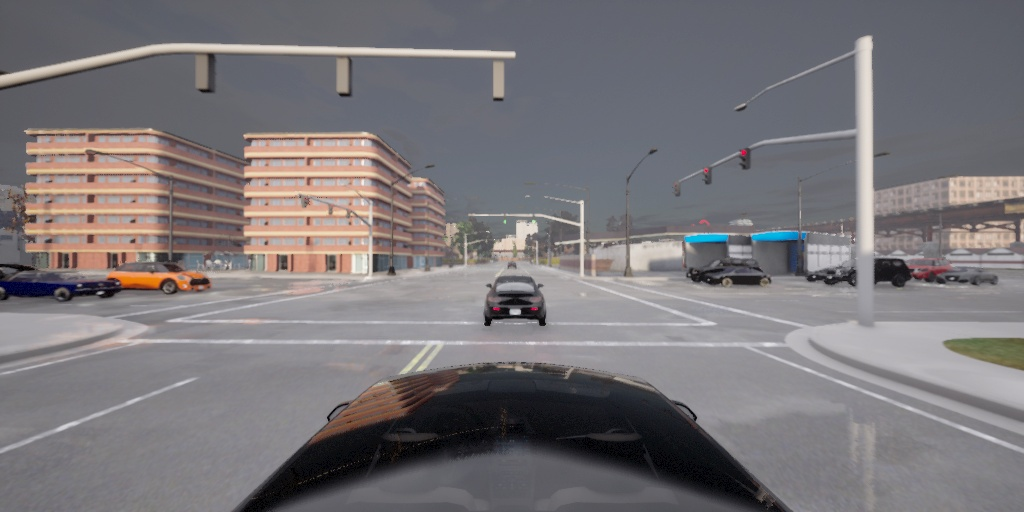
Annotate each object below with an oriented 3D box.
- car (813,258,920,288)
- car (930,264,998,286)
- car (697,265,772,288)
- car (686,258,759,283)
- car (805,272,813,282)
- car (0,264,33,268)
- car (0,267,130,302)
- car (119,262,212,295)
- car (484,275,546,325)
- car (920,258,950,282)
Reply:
[{"bbox_3d":[25.492,1.172,25.914,5.566,2.045,2.150,0,0,-5],"label":"car"},{"bbox_3d":[35.289,1.529,27.837,4.181,1.385,1.994,0,-1,-18],"label":"car"},{"bbox_3d":[16.139,1.515,25.794,4.181,1.385,1.994,0,0,0],"label":"car"},{"bbox_3d":[17.232,1.201,29.229,5.566,2.045,2.150,0,0,1],"label":"car"},{"bbox_3d":[26.632,1.545,29.568,4.181,1.385,1.994,0,0,-8],"label":"car"},{"bbox_3d":[-28.208,1.179,20.078,4.892,1.490,1.837,1,0,1],"label":"car"},{"bbox_3d":[-20.935,1.347,16.434,4.718,1.301,1.895,1,0,2],"label":"car"},{"bbox_3d":[-19.431,1.142,19.902,4.553,1.767,2.097,1,0,1],"label":"car"},{"bbox_3d":[0.096,1.362,12.039,1.812,1.442,4.674,0,0,0],"label":"car"},{"bbox_3d":[36.674,1.221,31.933,5.566,2.045,2.150,0,-1,-22],"label":"car"}]
